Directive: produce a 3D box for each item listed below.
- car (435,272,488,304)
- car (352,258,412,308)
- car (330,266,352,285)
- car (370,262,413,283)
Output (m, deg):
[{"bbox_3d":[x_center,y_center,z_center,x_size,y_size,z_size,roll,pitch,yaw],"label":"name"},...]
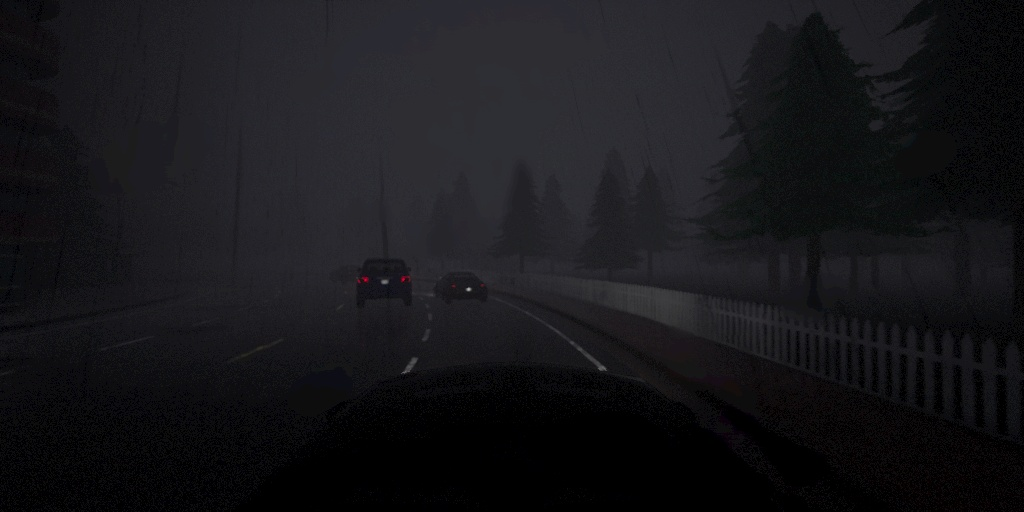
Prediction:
[{"bbox_3d":[-2.593,1.472,17.772,1.994,1.385,4.181,0,-1,-20],"label":"car"},{"bbox_3d":[-5.807,1.117,16.400,2.150,2.045,5.566,0,0,-19],"label":"car"},{"bbox_3d":[-13.736,1.538,30.082,2.128,1.511,4.902,0,-1,-41],"label":"car"},{"bbox_3d":[-10.924,1.410,32.189,2.097,1.767,4.553,0,-1,-41],"label":"car"}]
